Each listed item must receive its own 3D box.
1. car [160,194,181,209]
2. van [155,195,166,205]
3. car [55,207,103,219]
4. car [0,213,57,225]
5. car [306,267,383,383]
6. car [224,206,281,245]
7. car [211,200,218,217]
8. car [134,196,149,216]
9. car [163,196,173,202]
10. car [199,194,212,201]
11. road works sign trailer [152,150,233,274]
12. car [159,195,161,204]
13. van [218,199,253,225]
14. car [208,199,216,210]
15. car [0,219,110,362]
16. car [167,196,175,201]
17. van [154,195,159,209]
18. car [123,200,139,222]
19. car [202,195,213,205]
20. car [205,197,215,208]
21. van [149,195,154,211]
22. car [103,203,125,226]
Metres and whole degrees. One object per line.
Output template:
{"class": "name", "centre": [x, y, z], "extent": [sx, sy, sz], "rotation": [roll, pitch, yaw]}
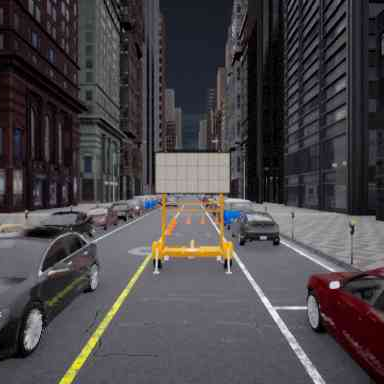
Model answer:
{"class": "car", "centre": [-3.002, 1.505, 47.157], "extent": [1.882, 1.535, 5.008], "rotation": [0, 0, 0]}
{"class": "van", "centre": [-5.642, 1.384, 60.264], "extent": [1.690, 1.788, 3.998], "rotation": [0, 0, 0]}
{"class": "car", "centre": [-5.734, 1.568, 15.172], "extent": [1.947, 1.339, 4.313], "rotation": [0, 0, 0]}
{"class": "car", "centre": [-5.745, 1.526, 9.365], "extent": [1.752, 1.417, 4.829], "rotation": [0, 0, 0]}
{"class": "car", "centre": [2.769, 1.545, 3.899], "extent": [1.887, 1.381, 4.507], "rotation": [0, 0, 0]}
{"class": "car", "centre": [2.791, 1.553, 15.172], "extent": [2.008, 1.369, 4.403], "rotation": [0, 0, 0]}
{"class": "car", "centre": [2.814, 1.559, 26.444], "extent": [2.008, 1.369, 4.403], "rotation": [0, 0, 0]}
{"class": "car", "centre": [-5.700, 1.453, 32.082], "extent": [1.967, 1.590, 4.097], "rotation": [0, 0, 0]}
{"class": "car", "centre": [-5.608, 1.614, 77.174], "extent": [1.887, 1.381, 4.507], "rotation": [0, 0, 0]}
{"class": "car", "centre": [2.882, 1.358, 60.261], "extent": [2.192, 1.841, 5.009], "rotation": [0, 0, 0]}
{"class": "road works sign trailer", "centre": [0.021, 0.465, 10.562], "extent": [2.380, 3.560, 2.880], "rotation": [0, 0, 0]}
{"class": "car", "centre": [-5.654, 1.351, 54.628], "extent": [2.192, 1.841, 5.009], "rotation": [0, 0, 0]}
{"class": "van", "centre": [2.802, 1.346, 20.808], "extent": [1.690, 1.788, 3.998], "rotation": [0, 0, 0]}
{"class": "car", "centre": [2.826, 1.595, 32.081], "extent": [1.802, 1.307, 4.206], "rotation": [0, 0, 0]}
{"class": "car", "centre": [-3.089, 1.505, 6.068], "extent": [1.837, 1.490, 4.892], "rotation": [0, 0, 0]}
{"class": "car", "centre": [-5.585, 1.656, 88.447], "extent": [1.947, 1.339, 4.313], "rotation": [0, 0, 0]}
{"class": "van", "centre": [-5.677, 1.365, 43.355], "extent": [1.690, 1.788, 3.998], "rotation": [0, 0, 0]}
{"class": "car", "centre": [-5.711, 1.574, 26.445], "extent": [1.947, 1.339, 4.313], "rotation": [0, 0, 0]}
{"class": "car", "centre": [2.860, 1.574, 48.989], "extent": [1.887, 1.381, 4.507], "rotation": [0, 0, 0]}
{"class": "car", "centre": [2.837, 1.569, 37.717], "extent": [2.008, 1.369, 4.403], "rotation": [0, 0, 0]}
{"class": "van", "centre": [-5.688, 1.359, 37.719], "extent": [1.690, 1.788, 3.998], "rotation": [0, 0, 0]}
{"class": "car", "centre": [-5.722, 1.587, 20.809], "extent": [1.802, 1.307, 4.206], "rotation": [0, 0, 0]}
